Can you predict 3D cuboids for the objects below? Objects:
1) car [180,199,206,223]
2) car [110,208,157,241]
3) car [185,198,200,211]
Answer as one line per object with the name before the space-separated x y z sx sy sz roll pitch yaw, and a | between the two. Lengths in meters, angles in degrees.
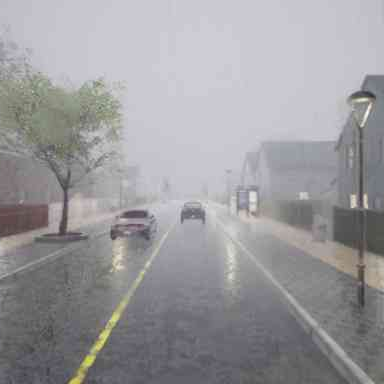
car | 0.086 1.541 25.944 2.128 1.511 4.902 0 0 0
car | -2.838 1.550 16.992 1.812 1.442 4.674 0 0 0
car | 0.095 1.592 43.551 1.882 1.535 5.008 0 0 0
